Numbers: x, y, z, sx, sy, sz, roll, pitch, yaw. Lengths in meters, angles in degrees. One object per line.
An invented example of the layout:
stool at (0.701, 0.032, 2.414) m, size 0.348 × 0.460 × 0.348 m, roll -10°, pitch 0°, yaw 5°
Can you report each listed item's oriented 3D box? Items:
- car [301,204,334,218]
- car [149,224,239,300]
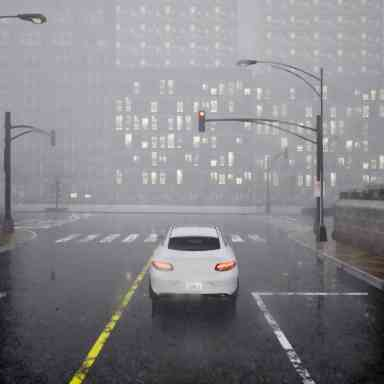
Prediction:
car at (12.920, 1.786, 31.642) m, size 4.718 × 1.301 × 1.895 m, roll 1°, pitch 0°, yaw -1°
car at (0.056, 1.525, 8.281) m, size 1.812 × 1.442 × 4.674 m, roll 0°, pitch 0°, yaw 0°
